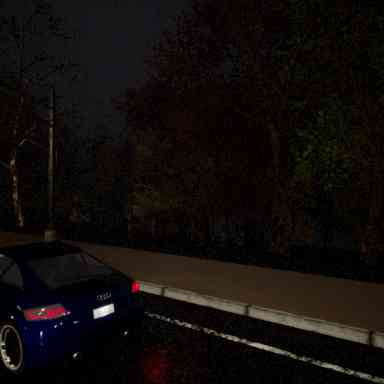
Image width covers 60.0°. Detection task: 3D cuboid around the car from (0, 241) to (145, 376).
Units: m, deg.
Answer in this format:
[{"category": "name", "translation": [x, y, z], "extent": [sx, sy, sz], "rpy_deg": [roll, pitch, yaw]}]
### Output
[{"category": "car", "translation": [-2.786, 1.563, 5.654], "extent": [4.181, 1.385, 1.994], "rpy_deg": [0, 0, 37]}]
